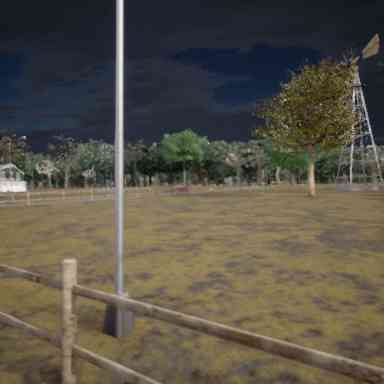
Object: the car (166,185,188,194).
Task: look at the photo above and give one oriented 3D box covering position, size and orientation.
[{"bbox_3d":[-2.718,-0.513,60.097,1.882,1.535,5.008,-2,1,36],"label":"car"}]
